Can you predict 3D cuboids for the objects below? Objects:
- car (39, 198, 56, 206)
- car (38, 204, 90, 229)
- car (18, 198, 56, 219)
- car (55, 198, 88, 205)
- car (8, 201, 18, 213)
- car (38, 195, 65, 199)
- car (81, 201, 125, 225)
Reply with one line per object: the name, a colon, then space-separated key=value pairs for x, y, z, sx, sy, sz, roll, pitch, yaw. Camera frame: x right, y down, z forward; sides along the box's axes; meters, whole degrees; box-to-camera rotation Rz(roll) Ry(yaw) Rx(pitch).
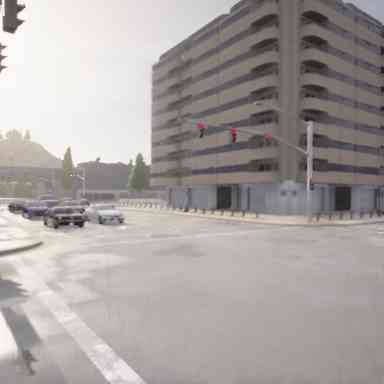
car: x=-25.842 y=1.781 z=59.418 sx=1.994 sy=1.385 sz=4.181 roll=1 pitch=0 yaw=-35
car: x=-8.862 y=1.725 z=22.847 sx=1.895 sy=1.301 sz=4.718 roll=1 pitch=0 yaw=-35
car: x=-14.259 y=1.607 z=30.504 sx=1.882 sy=1.535 sz=5.008 roll=1 pitch=0 yaw=-35
car: x=-12.250 y=1.670 z=33.730 sx=1.837 sy=1.490 sz=4.892 roll=1 pitch=0 yaw=-35
car: x=-20.143 y=1.735 z=38.864 sx=1.895 sy=1.301 sz=4.718 roll=1 pitch=0 yaw=-35
car: x=-18.305 y=1.392 z=42.336 sx=2.150 sy=2.045 sz=5.566 roll=1 pitch=0 yaw=-35
car: x=-6.908 y=1.686 z=26.177 sx=1.812 sy=1.442 sz=4.674 roll=1 pitch=0 yaw=-35
